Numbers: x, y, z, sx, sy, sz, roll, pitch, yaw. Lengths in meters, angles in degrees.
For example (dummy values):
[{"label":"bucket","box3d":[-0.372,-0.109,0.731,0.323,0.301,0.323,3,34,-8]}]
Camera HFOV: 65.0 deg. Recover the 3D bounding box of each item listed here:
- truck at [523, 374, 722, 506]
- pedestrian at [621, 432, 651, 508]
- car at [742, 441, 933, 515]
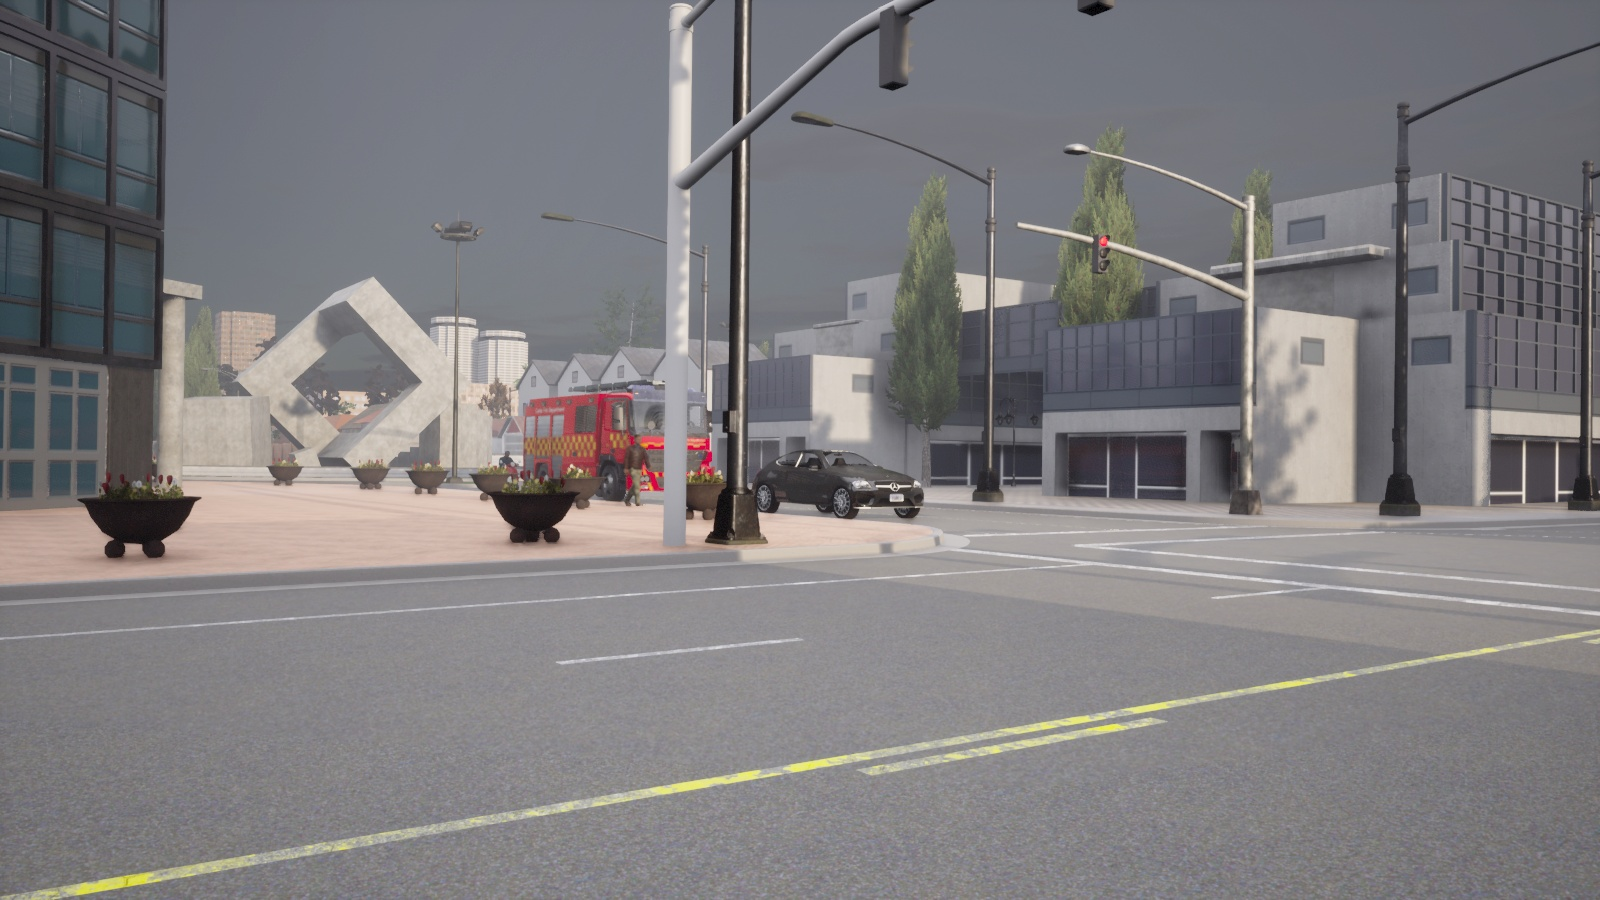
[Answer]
[{"label":"truck","box3d":[-5.982,-0.266,40.798,2.891,3.827,8.468,1,-1,-34]},{"label":"pedestrian","box3d":[-4.033,0.489,30.825,0.431,1.840,0.703,1,-1,-35]},{"label":"car","box3d":[0.809,0.645,30.856,2.152,1.651,5.027,1,-1,-34]}]
